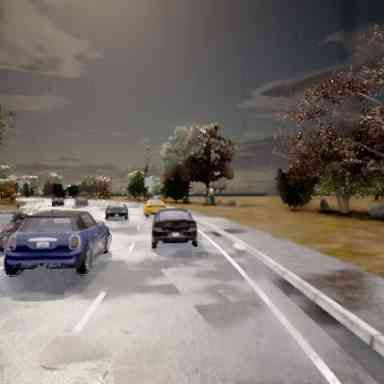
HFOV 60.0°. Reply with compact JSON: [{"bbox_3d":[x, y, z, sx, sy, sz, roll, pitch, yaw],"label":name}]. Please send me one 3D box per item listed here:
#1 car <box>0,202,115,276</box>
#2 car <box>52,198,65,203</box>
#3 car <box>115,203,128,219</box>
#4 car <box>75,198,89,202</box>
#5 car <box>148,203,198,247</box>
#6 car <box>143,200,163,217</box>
[{"bbox_3d":[-3.975,1.364,10.644,2.097,1.767,4.553,0,0,-4],"label":"car"},{"bbox_3d":[-21.213,1.638,52.854,1.895,1.301,4.718,0,0,-22],"label":"car"},{"bbox_3d":[-6.649,1.623,29.501,1.895,1.301,4.718,0,0,-12],"label":"car"},{"bbox_3d":[-17.647,1.639,53.360,1.895,1.301,4.718,0,0,-21],"label":"car"},{"bbox_3d":[-0.884,1.486,15.252,1.882,1.535,5.008,0,0,-6],"label":"car"},{"bbox_3d":[-3.682,1.498,32.252,1.882,1.535,5.008,0,0,-12],"label":"car"}]
